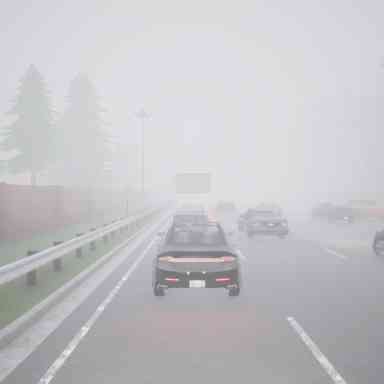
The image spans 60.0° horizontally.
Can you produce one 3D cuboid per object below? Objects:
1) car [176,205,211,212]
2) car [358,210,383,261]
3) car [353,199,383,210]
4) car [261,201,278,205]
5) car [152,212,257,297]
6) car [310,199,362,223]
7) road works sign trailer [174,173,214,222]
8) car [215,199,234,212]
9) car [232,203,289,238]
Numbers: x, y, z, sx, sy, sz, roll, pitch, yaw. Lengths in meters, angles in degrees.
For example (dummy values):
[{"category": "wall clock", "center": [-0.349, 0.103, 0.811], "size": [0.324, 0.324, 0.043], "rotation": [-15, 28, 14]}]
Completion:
[{"category": "car", "center": [0.048, 1.474, 19.035], "size": [1.882, 1.535, 5.008], "rotation": [0, 0, 5]}, {"category": "car", "center": [7.097, 1.491, 9.433], "size": [2.128, 1.511, 4.902], "rotation": [0, 0, 0]}, {"category": "car", "center": [14.094, 1.351, 28.102], "size": [2.097, 1.767, 4.553], "rotation": [0, 0, 0]}, {"category": "car", "center": [7.093, 1.563, 30.960], "size": [1.994, 1.385, 4.181], "rotation": [0, 0, 0]}, {"category": "car", "center": [0.098, 1.491, 8.595], "size": [2.128, 1.511, 4.902], "rotation": [0, 0, 0]}, {"category": "car", "center": [10.595, 1.506, 25.304], "size": [1.837, 1.490, 4.892], "rotation": [0, 0, 0]}, {"category": "road works sign trailer", "center": [0.062, 0.464, 22.954], "size": [2.380, 3.560, 2.880], "rotation": [0, 0, -1]}, {"category": "car", "center": [3.591, 1.478, 36.548], "size": [1.882, 1.535, 5.008], "rotation": [0, 0, 0]}, {"category": "car", "center": [3.595, 1.547, 17.645], "size": [2.033, 1.411, 5.357], "rotation": [0, 0, 0]}]
